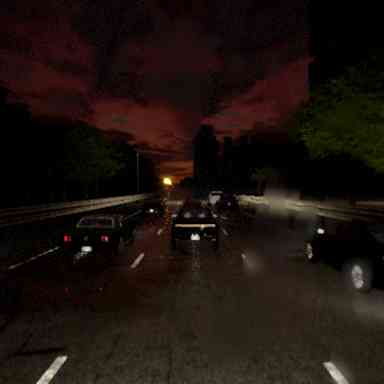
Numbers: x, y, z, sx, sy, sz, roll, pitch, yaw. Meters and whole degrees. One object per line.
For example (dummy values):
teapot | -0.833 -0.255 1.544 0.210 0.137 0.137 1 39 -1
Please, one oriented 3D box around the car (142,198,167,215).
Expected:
car | -3.469 1.318 30.853 1.837 1.490 4.892 0 0 0

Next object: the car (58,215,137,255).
car | -3.382 1.526 12.926 1.895 1.301 4.718 0 0 0

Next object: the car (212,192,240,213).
car | 3.479 1.153 33.404 2.097 1.767 4.553 0 0 0

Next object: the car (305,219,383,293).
car | 4.572 1.433 8.754 1.882 1.535 5.008 0 0 0

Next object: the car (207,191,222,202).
car | 3.295 0.929 46.072 2.150 2.045 5.566 0 1 -1

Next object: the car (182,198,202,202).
car | 0.013 1.329 32.669 1.812 1.442 4.674 0 0 -1

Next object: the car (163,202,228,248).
car | 0.114 1.411 14.312 2.128 1.511 4.902 0 0 0
